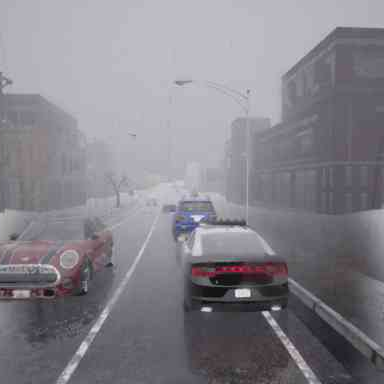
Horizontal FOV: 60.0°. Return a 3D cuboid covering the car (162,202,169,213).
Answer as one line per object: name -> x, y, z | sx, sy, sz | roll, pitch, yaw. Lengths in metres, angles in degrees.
car -> -3.144, 2.130, 46.738 | 1.882, 1.535, 5.008 | 0, 0, -4

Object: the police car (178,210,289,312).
police car -> 0.708, 1.464, 7.981 | 1.930, 1.638, 5.238 | 0, -1, -3

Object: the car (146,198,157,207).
car -> -7.267, 1.912, 60.072 | 2.128, 1.511, 4.902 | 0, 2, -5

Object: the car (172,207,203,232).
car -> -0.432, 1.853, 23.954 | 1.882, 1.535, 5.008 | 0, -2, -5

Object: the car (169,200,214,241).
car -> 0.048, 1.435, 17.985 | 2.150, 2.045, 5.566 | 0, -1, -5

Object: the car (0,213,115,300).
car -> -3.398, 1.406, 8.670 | 2.097, 1.767, 4.553 | 0, -1, -3
